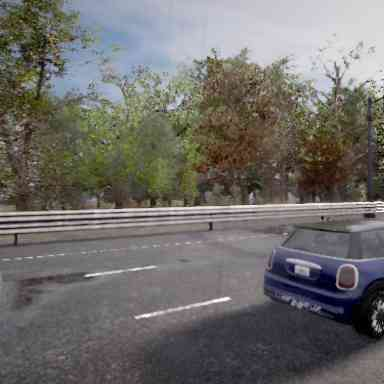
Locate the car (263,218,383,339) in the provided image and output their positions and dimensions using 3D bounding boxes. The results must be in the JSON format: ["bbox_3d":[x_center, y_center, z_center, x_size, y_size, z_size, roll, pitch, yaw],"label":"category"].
[{"bbox_3d":[3.671,1.344,6.747,4.553,1.767,2.097,0,0,-32],"label":"car"}]
